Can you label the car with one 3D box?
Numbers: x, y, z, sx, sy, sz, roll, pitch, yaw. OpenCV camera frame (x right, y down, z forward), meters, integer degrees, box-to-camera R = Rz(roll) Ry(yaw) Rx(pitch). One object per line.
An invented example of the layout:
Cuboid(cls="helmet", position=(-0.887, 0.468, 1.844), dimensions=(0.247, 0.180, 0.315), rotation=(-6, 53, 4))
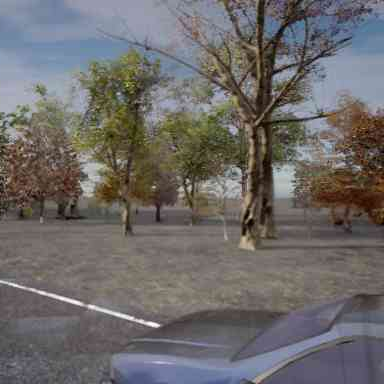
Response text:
Cuboid(cls="car", position=(1.709, 1.601, 2.496), dimensions=(5.357, 1.411, 2.033), rotation=(-1, -2, 35))
